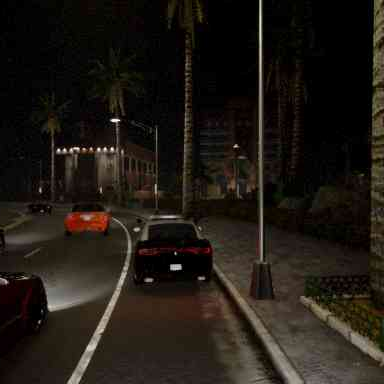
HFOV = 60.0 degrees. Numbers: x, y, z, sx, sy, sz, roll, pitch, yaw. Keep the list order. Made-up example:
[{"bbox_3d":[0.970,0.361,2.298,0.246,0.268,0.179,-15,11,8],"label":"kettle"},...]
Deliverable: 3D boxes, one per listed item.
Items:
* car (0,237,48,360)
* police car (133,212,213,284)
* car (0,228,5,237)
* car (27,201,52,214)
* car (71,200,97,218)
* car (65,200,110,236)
[{"bbox_3d":[-3.348,1.562,3.959,1.994,1.385,4.181,0,0,-3],"label":"car"},{"bbox_3d":[-0.678,1.424,9.770,1.930,1.638,5.238,0,0,-7],"label":"police car"},{"bbox_3d":[-7.433,1.486,10.141,2.128,1.511,4.902,0,0,-8],"label":"car"},{"bbox_3d":[-16.304,1.588,35.363,1.895,1.301,4.718,0,0,-32],"label":"car"},{"bbox_3d":[-10.299,1.518,31.518,1.812,1.442,4.674,0,0,-26],"label":"car"},{"bbox_3d":[-5.729,1.347,18.622,2.097,1.767,4.553,0,0,-14],"label":"car"}]
